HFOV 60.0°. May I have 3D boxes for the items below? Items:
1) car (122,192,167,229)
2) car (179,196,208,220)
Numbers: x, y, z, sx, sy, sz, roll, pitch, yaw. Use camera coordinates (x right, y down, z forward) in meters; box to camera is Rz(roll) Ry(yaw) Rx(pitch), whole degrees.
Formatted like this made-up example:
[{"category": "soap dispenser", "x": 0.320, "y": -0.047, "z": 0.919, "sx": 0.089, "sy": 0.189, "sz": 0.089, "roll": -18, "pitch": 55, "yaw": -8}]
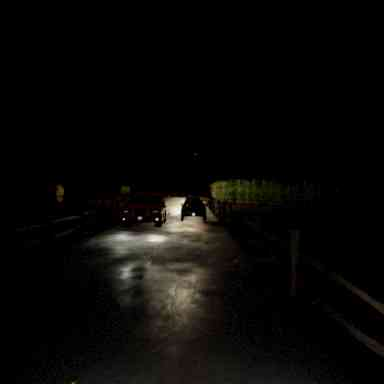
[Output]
[{"category": "car", "x": -2.794, "y": 1.044, "z": 20.733, "sx": 2.150, "sy": 2.045, "sz": 5.566, "roll": 0, "pitch": 0, "yaw": 1}, {"category": "car", "x": 0.106, "y": 1.278, "z": 25.345, "sx": 1.837, "sy": 1.490, "sz": 4.892, "roll": 0, "pitch": 0, "yaw": 0}]
